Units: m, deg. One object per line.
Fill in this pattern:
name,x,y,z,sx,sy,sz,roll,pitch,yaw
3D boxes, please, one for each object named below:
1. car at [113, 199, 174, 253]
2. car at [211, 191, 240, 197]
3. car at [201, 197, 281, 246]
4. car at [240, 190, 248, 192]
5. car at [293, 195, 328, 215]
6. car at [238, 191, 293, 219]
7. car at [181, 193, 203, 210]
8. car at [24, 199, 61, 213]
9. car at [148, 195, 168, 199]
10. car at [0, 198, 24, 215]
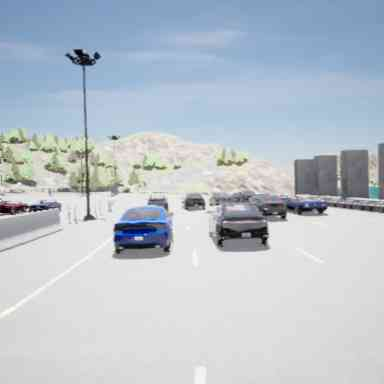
car,-1.754,1.268,12.926,1.882,1.535,5.008,-2,1,-2
car,3.091,0.769,35.668,2.033,1.411,5.357,-2,1,-9
car,1.721,1.173,13.513,2.128,1.511,4.902,-2,1,-2
car,6.151,0.587,38.560,1.837,1.490,4.892,-2,2,-9
car,7.995,0.898,24.449,1.895,1.301,4.718,-2,1,-5
car,4.690,0.945,21.884,1.837,1.490,4.892,-2,1,-4
car,0.068,0.878,32.148,1.837,1.490,4.892,-2,1,-8
car,-14.168,1.374,32.193,1.895,1.301,4.718,-2,1,-8
car,-3.221,0.990,30.429,2.128,1.511,4.902,-2,1,-7
car,-17.719,1.471,32.368,1.895,1.301,4.718,-2,1,-8
